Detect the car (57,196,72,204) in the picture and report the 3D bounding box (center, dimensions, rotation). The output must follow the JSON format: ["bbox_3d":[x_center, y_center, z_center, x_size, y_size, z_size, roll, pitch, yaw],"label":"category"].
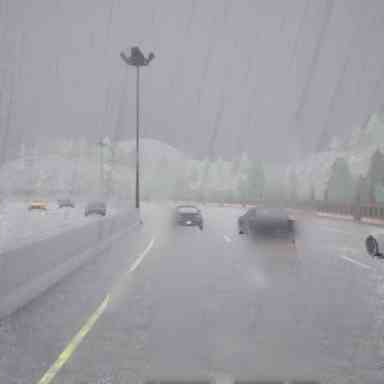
[{"bbox_3d":[-26.826,1.699,69.869,1.882,1.535,5.008,0,0,-36],"label":"car"}]

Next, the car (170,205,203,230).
[{"bbox_3d":[-0.378,1.547,21.094,1.812,1.442,4.674,0,0,-5],"label":"car"}]

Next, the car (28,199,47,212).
[{"bbox_3d":[-19.248,1.588,41.640,1.882,1.535,5.008,0,0,-20],"label":"car"}]

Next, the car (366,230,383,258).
[{"bbox_3d":[7.097,1.532,9.897,1.812,1.442,4.674,0,0,0],"label":"car"}]

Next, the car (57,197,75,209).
[{"bbox_3d":[-18.254,1.702,48.567,1.994,1.385,4.181,0,0,-24],"label":"car"}]

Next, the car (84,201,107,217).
[{"bbox_3d":[-9.249,1.604,32.231,2.033,1.411,5.357,0,0,-12],"label":"car"}]

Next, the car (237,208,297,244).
[{"bbox_3d":[3.452,1.490,16.038,1.882,1.535,5.008,0,0,-2],"label":"car"}]
